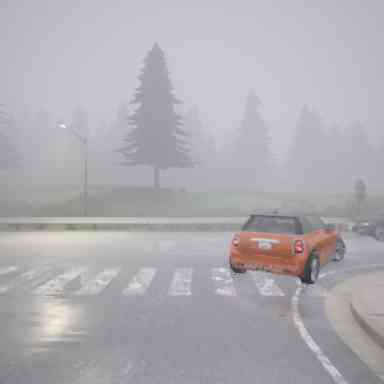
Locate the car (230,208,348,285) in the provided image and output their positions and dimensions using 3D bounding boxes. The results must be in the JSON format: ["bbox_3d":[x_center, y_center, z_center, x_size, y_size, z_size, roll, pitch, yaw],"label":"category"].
[{"bbox_3d":[2.942,1.302,9.755,2.097,1.767,4.553,1,1,34],"label":"car"}]

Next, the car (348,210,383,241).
[{"bbox_3d":[9.861,1.412,15.550,4.902,1.511,2.128,0,0,1],"label":"car"}]
